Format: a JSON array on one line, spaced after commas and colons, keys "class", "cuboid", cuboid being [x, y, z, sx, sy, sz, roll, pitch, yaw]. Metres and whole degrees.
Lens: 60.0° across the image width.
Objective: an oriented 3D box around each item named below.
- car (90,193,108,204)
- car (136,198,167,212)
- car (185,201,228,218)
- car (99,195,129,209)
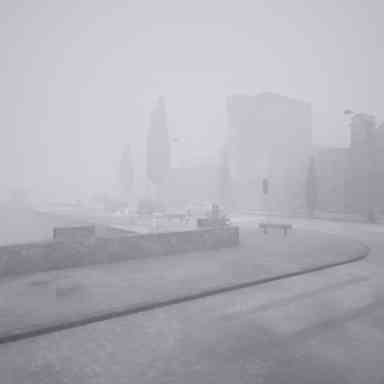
[{"class": "car", "cuboid": [-17.293, 1.221, 62.522, 2.150, 2.045, 5.566, 0, 0, -36]}, {"class": "car", "cuboid": [-4.638, 1.505, 37.616, 1.837, 1.490, 4.892, 0, 0, -36]}, {"class": "car", "cuboid": [1.176, 1.526, 29.482, 1.812, 1.442, 4.674, 0, 0, -36]}, {"class": "car", "cuboid": [-10.628, 1.547, 46.025, 2.033, 1.411, 5.357, 0, 0, -36]}]
